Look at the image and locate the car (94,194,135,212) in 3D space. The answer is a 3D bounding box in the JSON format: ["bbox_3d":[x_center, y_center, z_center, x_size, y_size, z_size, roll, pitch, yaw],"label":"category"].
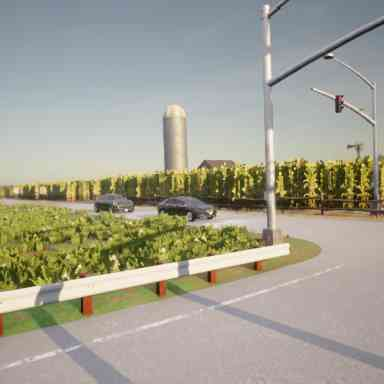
[{"bbox_3d":[-7.072,0.967,30.048,2.097,1.767,4.553,-3,2,-40],"label":"car"}]

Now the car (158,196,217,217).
[{"bbox_3d":[-0.432,1.080,22.233,1.837,1.490,4.892,-3,2,-40],"label":"car"}]
